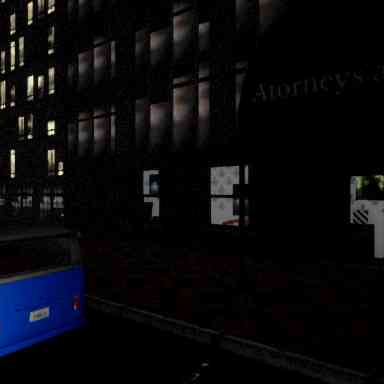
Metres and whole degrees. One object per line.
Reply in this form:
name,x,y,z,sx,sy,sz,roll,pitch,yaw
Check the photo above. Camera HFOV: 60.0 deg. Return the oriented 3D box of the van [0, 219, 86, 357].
van,-3.466,1.341,5.365,3.998,1.788,1.690,0,0,36
